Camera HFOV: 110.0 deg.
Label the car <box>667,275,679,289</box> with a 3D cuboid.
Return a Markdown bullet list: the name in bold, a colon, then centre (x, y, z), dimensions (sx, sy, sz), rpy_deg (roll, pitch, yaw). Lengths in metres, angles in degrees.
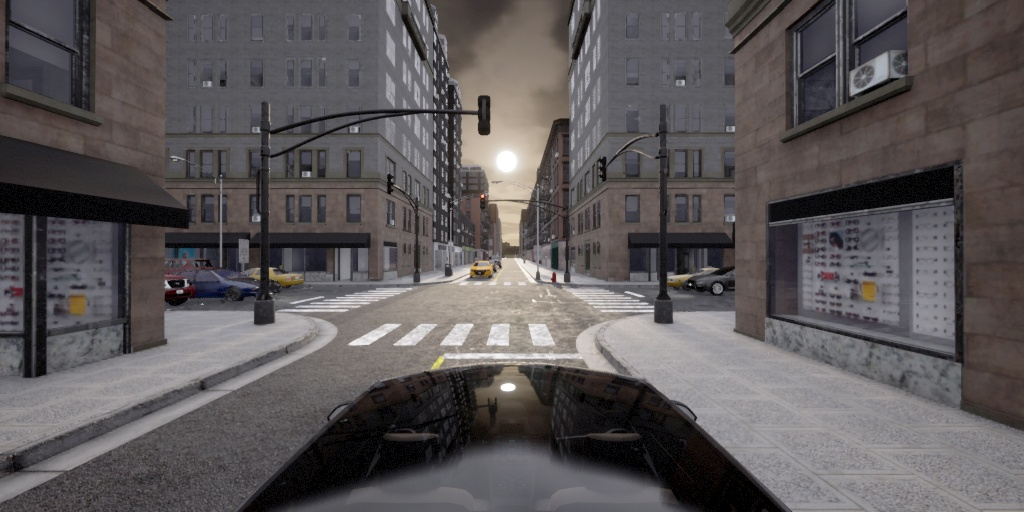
- **car**: centre (11.638, 1.304, 21.561), dimensions (4.829, 1.417, 1.751), rpy_deg (0, 0, 0)

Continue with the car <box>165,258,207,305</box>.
- **car**: centre (-15.097, 1.035, 13.579), dimensions (5.009, 1.841, 2.192), rpy_deg (0, 0, 0)

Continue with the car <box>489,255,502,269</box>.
- **car**: centre (-2.819, 0.940, 58.124), dimensions (2.150, 2.045, 5.566), rpy_deg (0, 2, 0)

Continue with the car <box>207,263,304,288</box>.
- **car**: centre (-15.246, 1.279, 21.605), dimensions (4.829, 1.417, 1.751), rpy_deg (0, 0, 0)

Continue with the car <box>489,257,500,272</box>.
- **car**: centre (-2.839, 1.244, 44.339), dimensions (1.837, 1.490, 4.892), rpy_deg (0, 0, 0)

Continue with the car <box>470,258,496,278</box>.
- **car**: centre (-2.839, 1.222, 33.937), dimensions (1.882, 1.535, 5.008), rpy_deg (0, 0, 0)

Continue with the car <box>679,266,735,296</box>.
- **car**: centre (11.903, 1.272, 19.014), dimensions (4.892, 1.490, 1.837), rpy_deg (0, 0, 1)

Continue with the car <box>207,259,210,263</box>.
- **car**: centre (-20.755, 1.063, 21.614), dimensions (5.009, 1.841, 2.192), rpy_deg (0, 0, 0)

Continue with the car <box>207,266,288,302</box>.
- **car**: centre (-13.495, 1.280, 16.128), dimensions (5.357, 1.411, 2.033), rpy_deg (0, 0, 0)
